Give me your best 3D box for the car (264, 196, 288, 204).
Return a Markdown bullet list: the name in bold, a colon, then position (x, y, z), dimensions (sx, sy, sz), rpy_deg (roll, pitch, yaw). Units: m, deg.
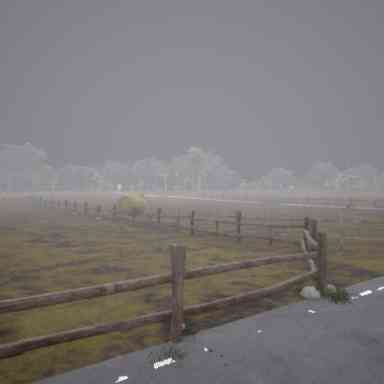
- **car**: position (14.454, 1.399, 57.012), dimensions (1.994, 1.385, 4.181), rpy_deg (1, 0, -35)
